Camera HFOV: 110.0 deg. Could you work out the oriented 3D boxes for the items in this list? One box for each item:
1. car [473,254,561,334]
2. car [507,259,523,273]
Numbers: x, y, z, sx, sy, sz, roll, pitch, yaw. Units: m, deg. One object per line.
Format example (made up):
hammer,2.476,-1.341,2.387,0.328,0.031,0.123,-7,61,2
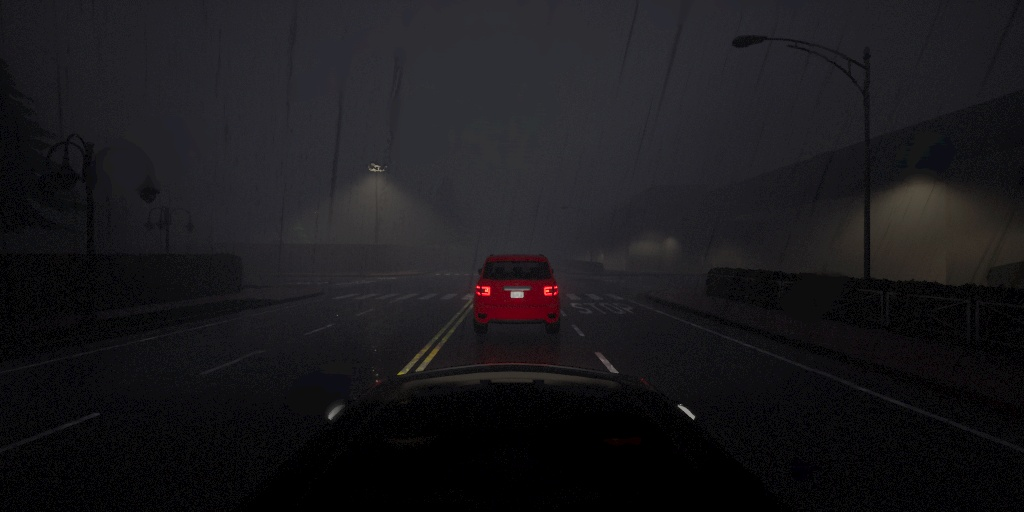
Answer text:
car,0.124,0.971,10.800,2.150,2.045,5.566,0,0,0
car,0.368,1.228,45.650,1.882,1.535,5.008,0,0,1
